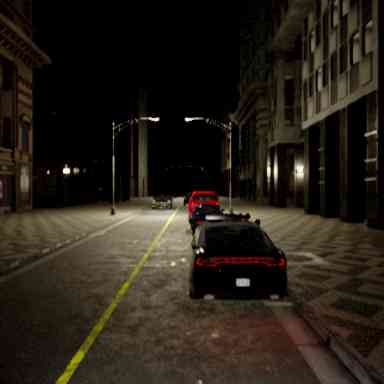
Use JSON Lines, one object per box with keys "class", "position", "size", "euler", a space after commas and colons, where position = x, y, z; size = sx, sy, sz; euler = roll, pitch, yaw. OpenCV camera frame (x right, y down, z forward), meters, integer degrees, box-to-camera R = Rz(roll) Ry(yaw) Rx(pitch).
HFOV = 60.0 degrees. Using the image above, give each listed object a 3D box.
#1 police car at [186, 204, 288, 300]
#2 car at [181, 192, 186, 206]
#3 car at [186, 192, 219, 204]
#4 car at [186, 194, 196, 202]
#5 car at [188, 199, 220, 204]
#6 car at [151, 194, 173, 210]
{"class": "police car", "position": [0.877, 1.339, 8.352], "size": [1.930, 1.638, 5.238], "euler": [0, 1, 0]}
{"class": "car", "position": [-0.099, 0.926, 46.045], "size": [2.097, 1.767, 4.553], "euler": [0, 1, 0]}
{"class": "car", "position": [0.832, 0.986, 24.271], "size": [2.150, 2.045, 5.566], "euler": [0, 1, 0]}
{"class": "car", "position": [-0.175, 1.048, 61.817], "size": [1.895, 1.301, 4.718], "euler": [0, 0, 0]}
{"class": "car", "position": [0.849, 1.343, 18.243], "size": [1.812, 1.442, 4.674], "euler": [0, 1, 0]}
{"class": "car", "position": [-3.201, 1.004, 36.588], "size": [2.097, 1.767, 4.553], "euler": [0, 0, 0]}
